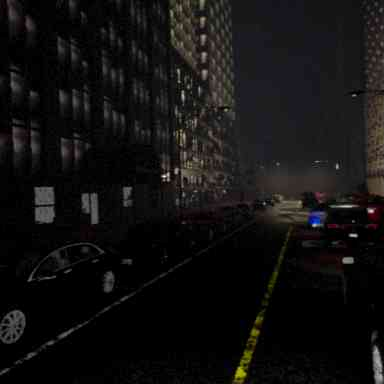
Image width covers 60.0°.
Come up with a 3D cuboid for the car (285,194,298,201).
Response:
[{"bbox_3d":[22.824,1.250,75.381,1.812,1.442,4.674,-2,0,19],"label":"car"}]

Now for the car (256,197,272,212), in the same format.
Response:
[{"bbox_3d":[7.773,1.540,38.859,2.008,1.369,4.403,-3,-1,18],"label":"car"}]

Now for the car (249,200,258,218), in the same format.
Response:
[{"bbox_3d":[4.170,1.621,28.078,1.802,1.307,4.206,-3,-1,18],"label":"car"}]

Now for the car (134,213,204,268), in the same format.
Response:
[{"bbox_3d":[-1.236,1.680,11.907,1.947,1.339,4.313,-3,-1,18],"label":"car"}]

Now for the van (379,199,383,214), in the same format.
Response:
[{"bbox_3d":[6.698,1.182,9.252,1.690,1.788,3.998,-3,-1,18],"label":"van"}]

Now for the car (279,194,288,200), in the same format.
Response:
[{"bbox_3d":[23.991,1.325,87.372,1.947,1.339,4.313,-3,-1,18],"label":"car"}]

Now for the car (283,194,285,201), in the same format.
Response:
[{"bbox_3d":[16.778,1.303,65.812,1.967,1.590,4.097,-3,-1,18],"label":"car"}]

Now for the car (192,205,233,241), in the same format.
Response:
[{"bbox_3d":[0.565,1.634,17.298,1.887,1.381,4.507,-3,-1,18],"label":"car"}]

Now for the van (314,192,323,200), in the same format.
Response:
[{"bbox_3d":[30.124,0.853,79.327,1.690,1.788,3.998,-3,-1,18],"label":"van"}]

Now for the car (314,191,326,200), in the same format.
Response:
[{"bbox_3d":[28.321,0.853,73.938,2.192,1.841,5.009,-3,-1,18],"label":"car"}]

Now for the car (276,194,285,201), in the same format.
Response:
[{"bbox_3d":[20.332,1.337,76.431,1.752,1.417,4.829,-3,-1,18],"label":"car"}]

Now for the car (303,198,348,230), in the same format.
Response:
[{"bbox_3d":[8.083,1.339,19.803,1.882,1.535,5.008,-2,0,25],"label":"car"}]

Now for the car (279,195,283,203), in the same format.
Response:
[{"bbox_3d":[14.982,1.470,60.420,1.802,1.307,4.206,-3,-1,18],"label":"car"}]

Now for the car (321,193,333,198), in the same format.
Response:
[{"bbox_3d":[19.320,1.216,46.983,2.008,1.369,4.403,-3,-1,18],"label":"car"}]

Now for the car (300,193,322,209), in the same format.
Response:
[{"bbox_3d":[14.365,1.264,40.558,1.882,1.535,5.008,-2,0,19],"label":"car"}]

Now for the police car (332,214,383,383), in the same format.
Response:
[{"bbox_3d":[3.255,1.349,4.558,1.930,1.638,5.238,-2,0,18],"label":"police car"}]

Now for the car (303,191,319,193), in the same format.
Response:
[{"bbox_3d":[18.544,0.949,53.149,2.150,2.045,5.566,-2,0,18],"label":"car"}]

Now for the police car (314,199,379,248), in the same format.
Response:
[{"bbox_3d":[6.426,1.305,14.043,1.930,1.638,5.238,-2,0,18],"label":"police car"}]

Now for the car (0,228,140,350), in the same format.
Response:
[{"bbox_3d":[-3.039,1.690,6.517,2.008,1.369,4.403,-3,-1,18],"label":"car"}]

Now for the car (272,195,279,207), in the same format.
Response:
[{"bbox_3d":[11.377,1.489,49.639,2.008,1.369,4.403,-3,-1,18],"label":"car"}]

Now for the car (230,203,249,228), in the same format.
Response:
[{"bbox_3d":[2.366,1.615,22.688,2.008,1.369,4.403,-3,-1,18],"label":"car"}]

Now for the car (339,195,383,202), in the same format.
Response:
[{"bbox_3d":[10.301,1.106,20.033,2.192,1.841,5.009,-3,-1,18],"label":"car"}]
